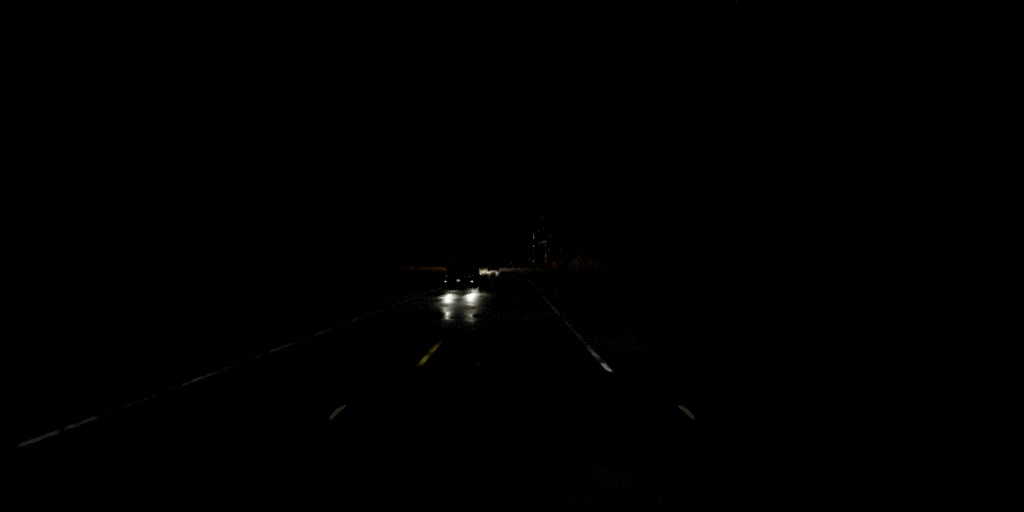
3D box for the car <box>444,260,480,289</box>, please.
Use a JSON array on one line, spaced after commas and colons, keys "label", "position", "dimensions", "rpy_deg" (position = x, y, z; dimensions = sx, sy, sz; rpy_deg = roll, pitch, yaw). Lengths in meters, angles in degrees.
[{"label": "car", "position": [-3.611, 1.324, 26.875], "dimensions": [2.150, 2.045, 5.566], "rpy_deg": [0, -1, 0]}]
